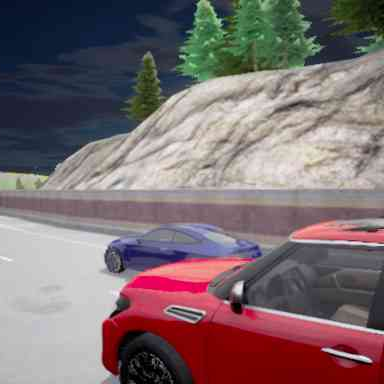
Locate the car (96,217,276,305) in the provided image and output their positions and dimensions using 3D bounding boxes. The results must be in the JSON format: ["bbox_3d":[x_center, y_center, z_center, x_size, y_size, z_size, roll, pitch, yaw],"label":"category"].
[{"bbox_3d":[-0.355,1.534,8.820,4.674,1.442,1.812,0,0,38],"label":"car"}]

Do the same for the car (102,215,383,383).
[{"bbox_3d":[1.659,1.231,2.867,5.566,2.045,2.150,0,0,36],"label":"car"}]
